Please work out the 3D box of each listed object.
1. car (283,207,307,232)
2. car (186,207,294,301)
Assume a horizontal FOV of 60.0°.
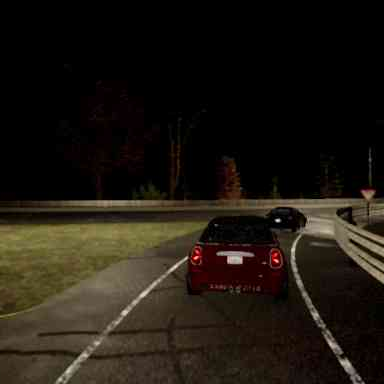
[{"bbox_3d":[5.856,1.608,20.800,1.994,1.385,4.181,0,0,28],"label":"car"},{"bbox_3d":[1.257,1.370,8.660,2.097,1.767,4.553,0,0,11],"label":"car"}]
